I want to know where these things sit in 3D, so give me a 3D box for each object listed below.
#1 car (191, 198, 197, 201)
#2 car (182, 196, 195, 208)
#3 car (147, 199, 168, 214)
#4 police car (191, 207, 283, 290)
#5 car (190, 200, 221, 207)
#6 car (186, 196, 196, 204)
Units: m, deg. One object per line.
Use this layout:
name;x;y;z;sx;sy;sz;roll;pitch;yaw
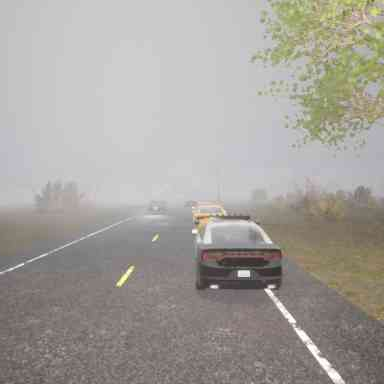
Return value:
car;0.994;1.461;25.305;1.801;1.575;5.366;0;0;0
car;-0.069;1.534;47.654;1.812;1.442;4.674;0;0;1
car;-3.678;1.498;35.867;2.128;1.511;4.902;0;0;0
police car;1.030;1.428;9.223;1.930;1.638;5.238;0;0;0
car;1.008;1.482;19.114;1.882;1.535;5.008;0;0;0
car;-0.139;1.516;63.322;1.837;1.490;4.892;0;0;0
